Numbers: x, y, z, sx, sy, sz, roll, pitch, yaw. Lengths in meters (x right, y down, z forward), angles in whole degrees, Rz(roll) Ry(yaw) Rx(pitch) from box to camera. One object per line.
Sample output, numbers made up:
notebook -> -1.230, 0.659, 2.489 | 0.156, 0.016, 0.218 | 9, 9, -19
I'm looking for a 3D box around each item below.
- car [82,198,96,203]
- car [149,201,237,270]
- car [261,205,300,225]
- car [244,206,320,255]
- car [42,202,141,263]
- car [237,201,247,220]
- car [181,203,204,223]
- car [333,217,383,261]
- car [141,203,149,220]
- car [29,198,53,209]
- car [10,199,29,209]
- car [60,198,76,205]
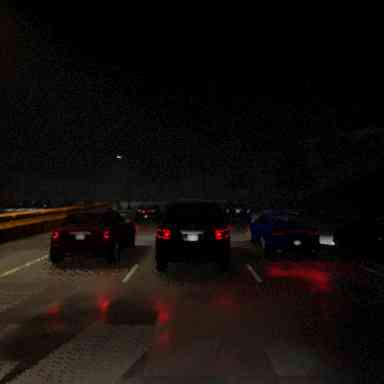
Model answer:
car -> -16.847, 1.840, 54.546 | 1.837, 1.490, 4.892 | 0, 0, -10
car -> 0.048, 1.294, 11.397 | 2.150, 2.045, 5.566 | 0, 0, 1
car -> 7.001, 1.766, 26.897 | 1.895, 1.301, 4.718 | 0, 0, 0
car -> 3.568, 1.562, 13.670 | 1.882, 1.535, 5.008 | 0, 0, 1
car -> -3.443, 1.428, 12.431 | 2.097, 1.767, 4.553 | 0, 0, 1
car -> 3.498, 1.520, 27.420 | 2.097, 1.767, 4.553 | 0, 0, 0
car -> -0.008, 1.699, 28.190 | 1.812, 1.442, 4.674 | 0, 0, -1
car -> 7.060, 1.643, 12.667 | 1.994, 1.385, 4.181 | 0, 0, 1
car -> -3.500, 1.661, 27.518 | 2.128, 1.511, 4.902 | 0, 0, 0
car -> -23.623, 1.676, 52.668 | 2.097, 1.767, 4.553 | 0, 0, -10
car -> -27.173, 1.802, 52.697 | 1.882, 1.535, 5.008 | 0, 0, -10
car -> -20.466, 1.828, 54.951 | 2.128, 1.511, 4.902 | 0, 0, -10
